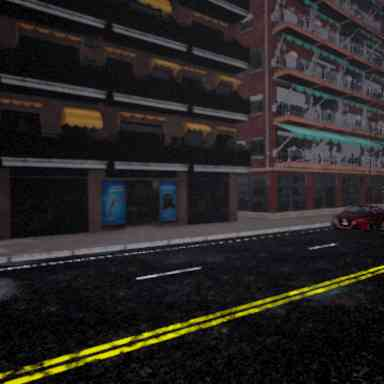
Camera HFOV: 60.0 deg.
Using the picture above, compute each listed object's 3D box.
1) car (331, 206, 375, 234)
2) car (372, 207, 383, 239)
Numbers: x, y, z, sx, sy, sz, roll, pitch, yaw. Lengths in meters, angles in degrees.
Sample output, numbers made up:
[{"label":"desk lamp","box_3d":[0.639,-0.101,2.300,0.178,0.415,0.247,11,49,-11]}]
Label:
[{"label":"car","box_3d":[9.726,1.478,18.883,4.181,1.385,1.994,0,0,-37]},{"label":"car","box_3d":[10.434,1.484,15.353,4.181,1.385,1.994,0,0,-37]}]
